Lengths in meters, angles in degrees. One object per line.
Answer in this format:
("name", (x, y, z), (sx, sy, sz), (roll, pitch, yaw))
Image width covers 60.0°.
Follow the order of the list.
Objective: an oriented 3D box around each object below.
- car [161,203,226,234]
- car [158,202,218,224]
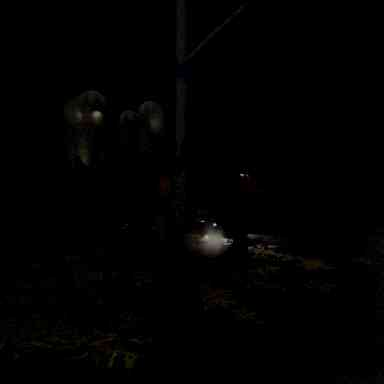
("car", (0.055, 1.564, 19.309), (1.994, 1.385, 4.181), (0, 0, -35))
("car", (-0.447, 1.547, 26.349), (2.033, 1.411, 5.357), (0, 0, -36))
